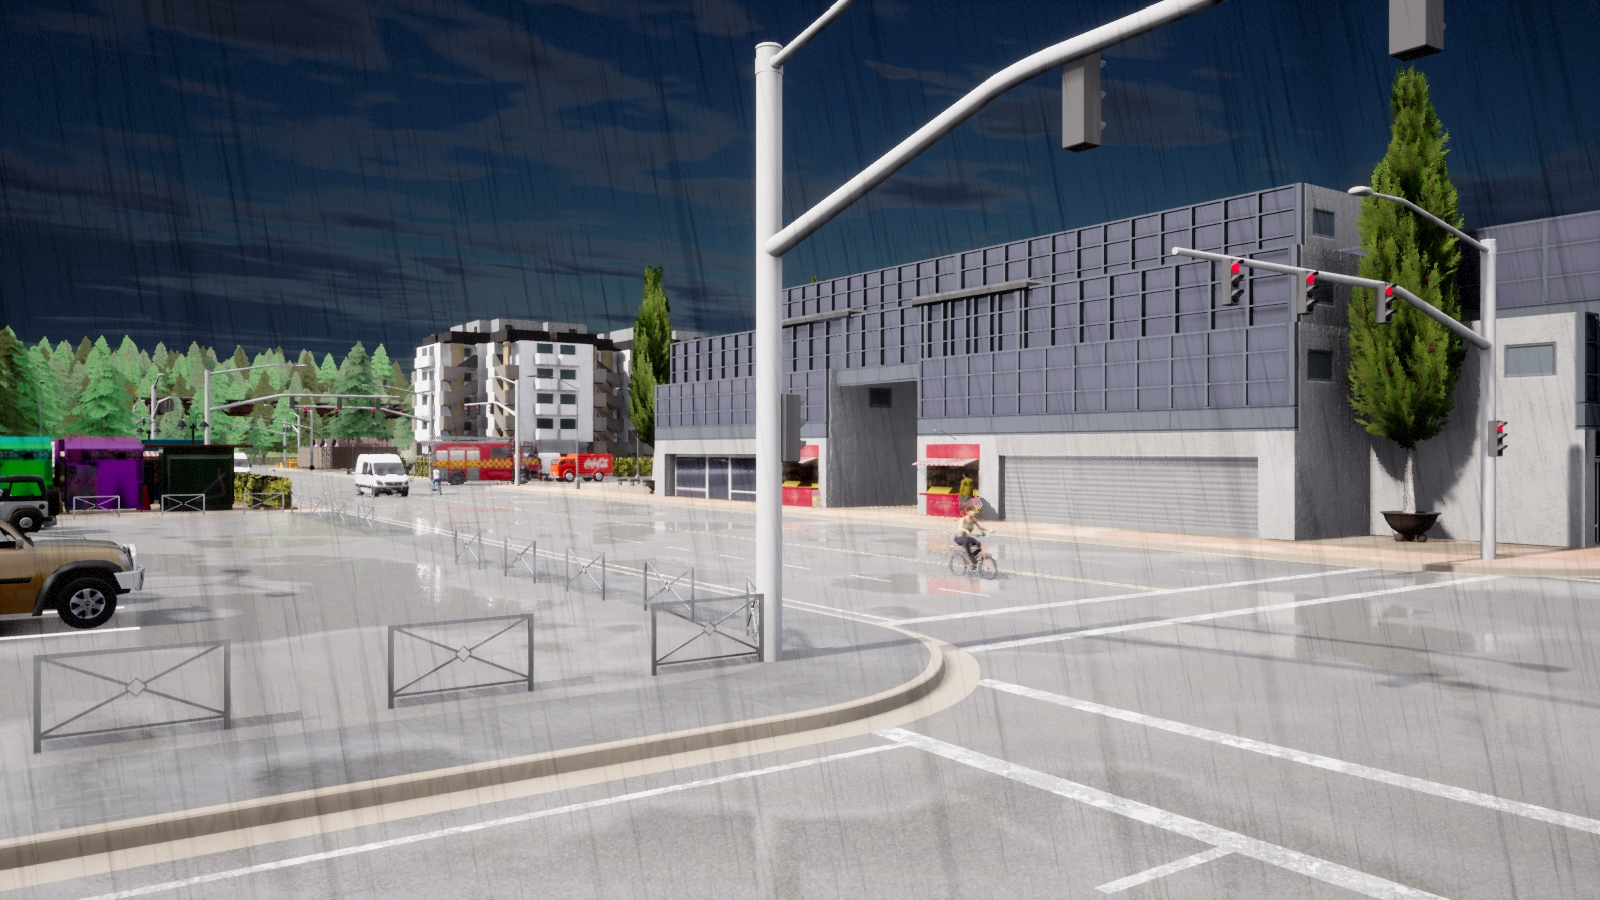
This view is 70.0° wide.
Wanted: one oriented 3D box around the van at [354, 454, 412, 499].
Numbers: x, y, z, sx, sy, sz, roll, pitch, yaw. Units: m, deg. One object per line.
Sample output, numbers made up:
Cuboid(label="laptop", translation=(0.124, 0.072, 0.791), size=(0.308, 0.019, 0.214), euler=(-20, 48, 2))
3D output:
Cuboid(label="van", translation=(-25.057, 1.534, 68.501), size=(1.988, 2.561, 5.915), euler=(0, 0, -33))

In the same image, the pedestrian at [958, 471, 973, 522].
Cuboid(label="pedestrian", translation=(6.063, 1.696, 41.829), size=(0.375, 1.860, 0.375), euler=(0, 0, -28))
